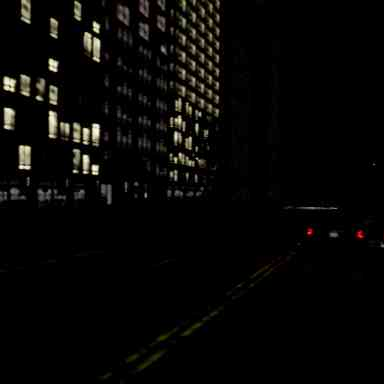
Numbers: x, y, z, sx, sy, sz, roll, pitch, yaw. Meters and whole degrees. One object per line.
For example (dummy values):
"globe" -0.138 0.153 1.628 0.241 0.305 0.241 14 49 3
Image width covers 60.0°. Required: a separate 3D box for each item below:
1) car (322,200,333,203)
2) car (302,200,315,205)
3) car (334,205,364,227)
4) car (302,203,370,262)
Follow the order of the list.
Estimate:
"car" 24.888 2.126 60.988 1.812 1.442 4.674 0 0 25
"car" 21.900 2.143 62.263 1.994 1.385 4.181 0 0 25
"car" 12.586 1.844 26.591 1.994 1.385 4.181 0 0 26
"car" 5.765 1.486 13.063 2.097 1.767 4.553 0 -1 28
